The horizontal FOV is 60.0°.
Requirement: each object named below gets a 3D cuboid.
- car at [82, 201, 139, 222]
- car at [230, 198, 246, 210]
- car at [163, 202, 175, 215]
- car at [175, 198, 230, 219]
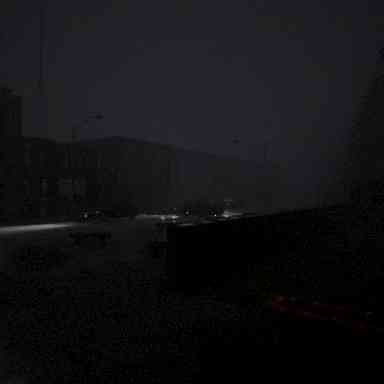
[{"bbox_3d":[-6.353,1.492,26.386,2.128,1.511,4.902,0,0,36],"label":"car"},{"bbox_3d":[5.017,1.478,42.218,1.882,1.535,5.008,0,0,36],"label":"car"},{"bbox_3d":[-0.980,1.526,33.881,1.812,1.442,4.674,0,0,36],"label":"car"},{"bbox_3d":[1.036,1.491,29.506,2.128,1.511,4.902,0,0,36],"label":"car"}]
